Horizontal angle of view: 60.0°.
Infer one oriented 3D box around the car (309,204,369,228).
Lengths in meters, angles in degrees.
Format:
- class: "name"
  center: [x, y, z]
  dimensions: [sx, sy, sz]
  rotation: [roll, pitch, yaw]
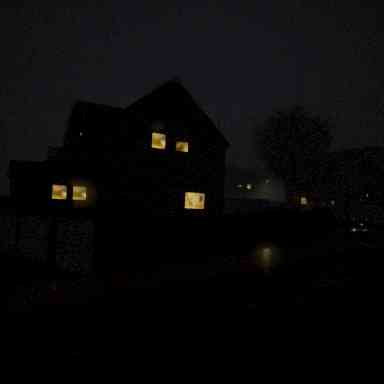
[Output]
- class: "car"
  center: [8.405, 1.508, 21.513]
  dimensions: [2.033, 1.411, 5.357]
  rotation: [4, -2, -34]
